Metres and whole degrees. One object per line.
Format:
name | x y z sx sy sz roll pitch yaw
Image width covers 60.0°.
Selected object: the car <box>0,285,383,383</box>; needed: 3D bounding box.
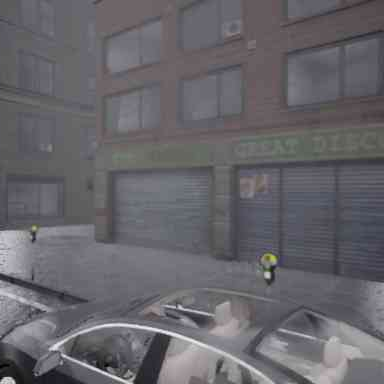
car | -0.056 1.541 2.850 4.403 1.369 2.008 0 0 36
